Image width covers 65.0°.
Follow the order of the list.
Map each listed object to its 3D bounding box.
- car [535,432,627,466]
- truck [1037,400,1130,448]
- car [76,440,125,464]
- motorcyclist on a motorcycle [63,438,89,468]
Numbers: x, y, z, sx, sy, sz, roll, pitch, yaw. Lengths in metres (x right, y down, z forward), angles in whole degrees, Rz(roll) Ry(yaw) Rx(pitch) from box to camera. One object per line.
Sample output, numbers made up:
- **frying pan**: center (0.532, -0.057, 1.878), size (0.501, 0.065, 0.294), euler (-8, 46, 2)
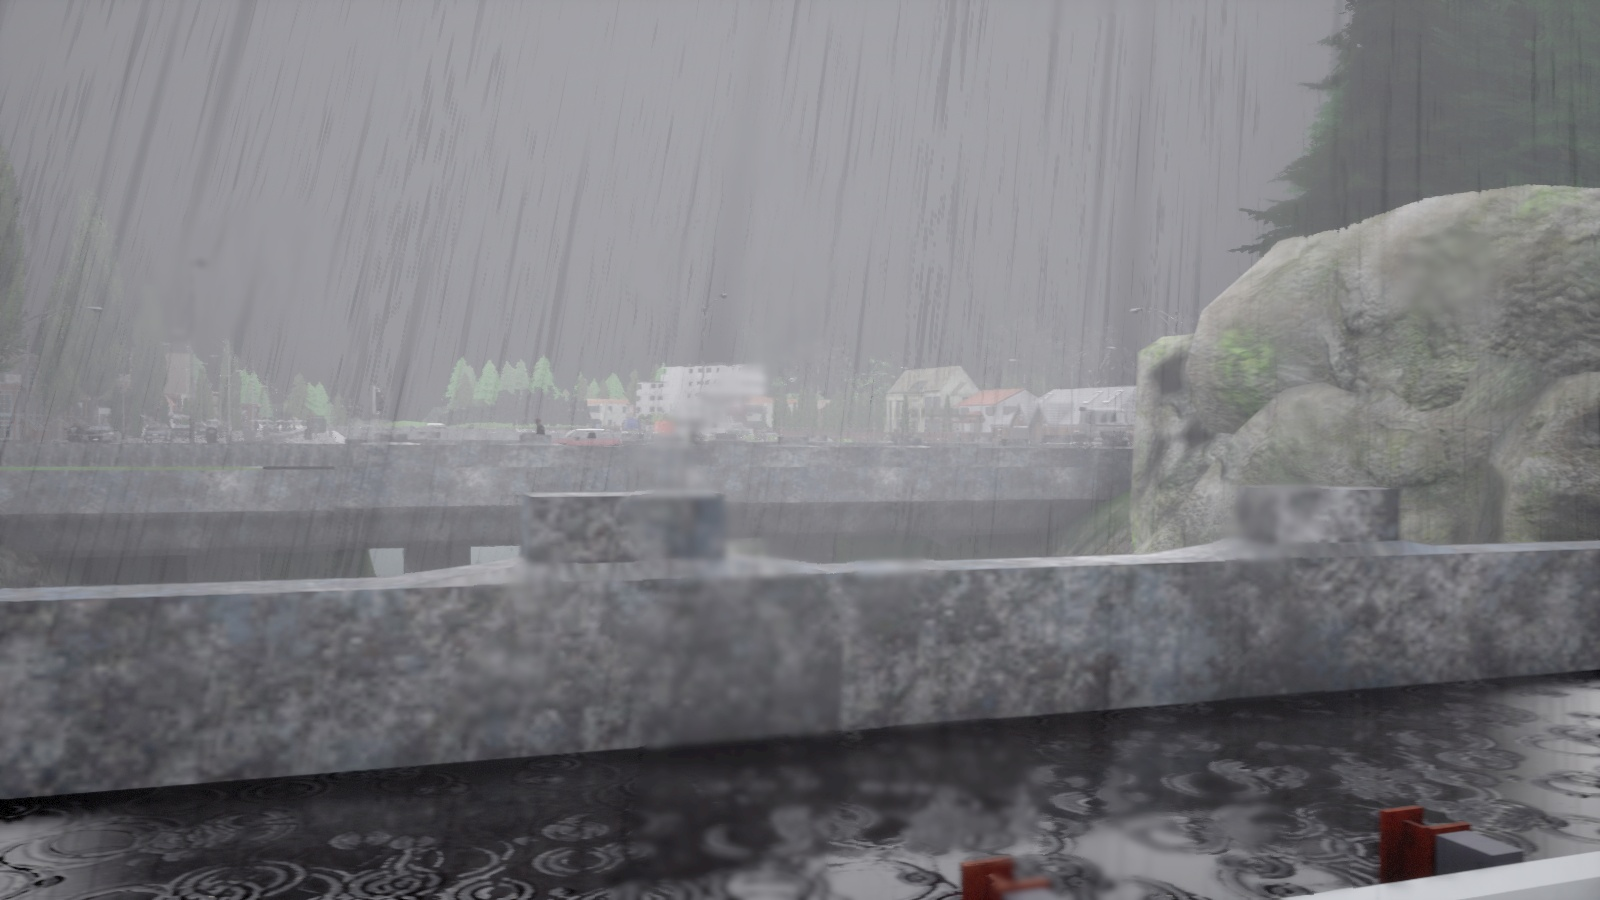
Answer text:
- **car**: center (-9.967, -0.060, 57.220), size (3.806, 1.475, 1.970), euler (-1, 1, -21)
- **truck**: center (21.110, -1.942, 94.016), size (2.891, 3.462, 7.936), euler (-1, 1, -21)
- **car**: center (-42.159, 0.085, 75.782), size (1.994, 1.385, 4.181), euler (-1, 1, -21)
- **motorcyclist on a motorcycle**: center (-39.241, 0.149, 68.085), size (0.866, 1.530, 2.191), euler (-1, 1, -21)
